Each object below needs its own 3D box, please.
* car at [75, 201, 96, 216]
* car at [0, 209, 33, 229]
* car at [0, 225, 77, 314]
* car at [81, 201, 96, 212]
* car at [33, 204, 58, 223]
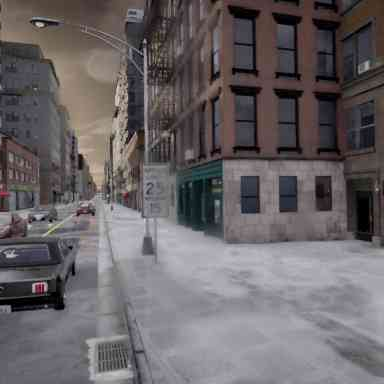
[{"bbox_3d":[-11.852,1.909,37.194,1.812,1.442,4.674,-1,0,-15],"label":"car"},{"bbox_3d":[-9.299,1.741,16.111,1.812,1.442,4.674,-1,0,-15],"label":"car"},{"bbox_3d":[-3.736,1.677,7.621,1.895,1.301,4.718,-1,0,-15],"label":"car"},{"bbox_3d":[-14.629,2.032,47.095,1.812,1.442,4.674,-1,-1,-15],"label":"car"},{"bbox_3d":[-12.694,1.833,28.458,2.128,1.511,4.902,-1,0,-15],"label":"car"}]
